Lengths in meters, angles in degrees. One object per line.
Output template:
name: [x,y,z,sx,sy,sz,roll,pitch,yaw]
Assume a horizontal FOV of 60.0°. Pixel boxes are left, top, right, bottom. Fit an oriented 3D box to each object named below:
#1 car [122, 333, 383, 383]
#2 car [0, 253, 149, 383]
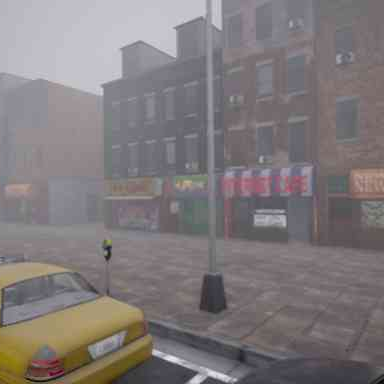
car: [2.002,1.542,1.388,4.403,1.369,2.008,-1,-1,36]
car: [-2.753,1.572,4.786,4.829,1.417,1.752,-1,-1,36]
